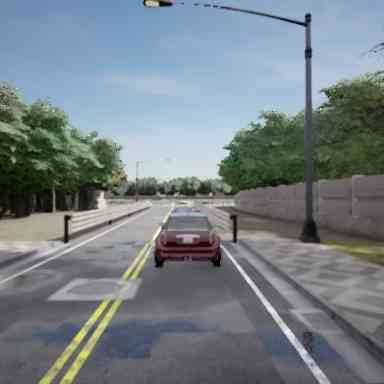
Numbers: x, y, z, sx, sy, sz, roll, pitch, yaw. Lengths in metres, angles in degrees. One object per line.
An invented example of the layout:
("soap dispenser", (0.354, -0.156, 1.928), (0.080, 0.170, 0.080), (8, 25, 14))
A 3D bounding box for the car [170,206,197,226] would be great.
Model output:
("car", (-0.712, 1.904, 27.581), (1.994, 1.385, 4.181), (0, -1, -2))

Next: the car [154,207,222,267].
("car", (-0.167, 1.502, 12.184), (2.097, 1.767, 4.553), (0, -1, -1))
